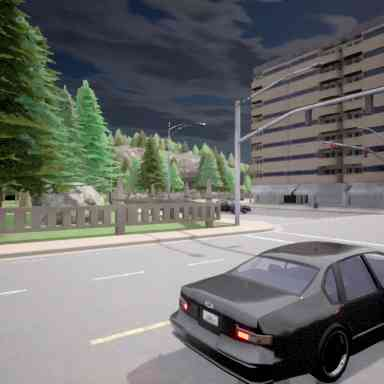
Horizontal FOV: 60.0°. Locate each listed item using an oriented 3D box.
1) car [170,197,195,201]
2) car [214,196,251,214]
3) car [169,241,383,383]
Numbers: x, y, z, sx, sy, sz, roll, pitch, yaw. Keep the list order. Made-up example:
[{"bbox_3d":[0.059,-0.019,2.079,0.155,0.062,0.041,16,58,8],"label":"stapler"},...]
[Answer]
[{"bbox_3d":[-0.896,1.436,43.903,2.128,1.511,4.902,0,0,-20],"label":"car"},{"bbox_3d":[3.799,1.492,34.770,2.033,1.411,5.357,0,0,-33],"label":"car"},{"bbox_3d":[2.273,1.547,5.410,5.357,1.411,2.033,0,0,-35],"label":"car"}]
